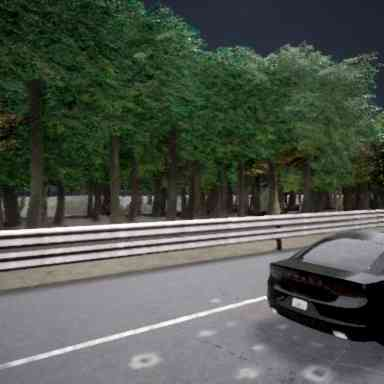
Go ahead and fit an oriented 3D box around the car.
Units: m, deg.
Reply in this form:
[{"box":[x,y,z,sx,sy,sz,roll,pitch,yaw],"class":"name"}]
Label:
[{"box":[3.619,1.501,6.361,5.008,1.535,1.882,0,0,-35],"class":"car"}]
